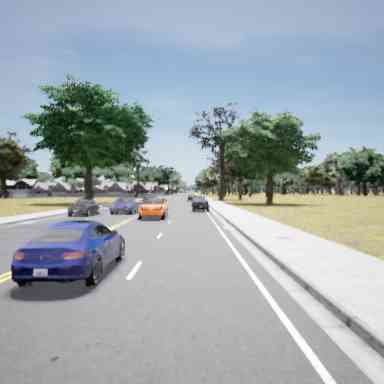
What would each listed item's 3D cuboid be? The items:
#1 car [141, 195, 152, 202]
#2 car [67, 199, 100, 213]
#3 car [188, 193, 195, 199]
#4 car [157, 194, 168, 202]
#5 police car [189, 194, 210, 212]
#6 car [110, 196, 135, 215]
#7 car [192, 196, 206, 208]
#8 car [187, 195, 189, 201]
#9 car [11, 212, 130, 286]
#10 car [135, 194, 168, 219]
[{"bbox_3d":[-9.776,1.305,71.529,1.837,1.490,4.892,0,0,0],"label":"car"},{"bbox_3d":[-9.856,1.437,30.531,1.837,1.490,4.892,0,0,0],"label":"car"},{"bbox_3d":[-0.033,1.153,91.431,1.882,1.535,5.008,0,0,0],"label":"car"},{"bbox_3d":[-6.527,1.304,73.404,1.882,1.535,5.008,0,0,0],"label":"car"},{"bbox_3d":[0.961,1.343,37.931,1.930,1.638,5.238,0,0,0],"label":"police car"},{"bbox_3d":[-6.606,1.280,32.668,2.097,1.767,4.553,0,0,0],"label":"car"},{"bbox_3d":[0.957,1.406,47.822,1.837,1.490,4.892,0,0,0],"label":"car"},{"bbox_3d":[-0.026,1.199,72.645,1.882,1.535,5.008,0,0,0],"label":"car"},{"bbox_3d":[-3.152,1.502,9.214,1.812,1.442,4.674,0,0,0],"label":"car"},{"bbox_3d":[-3.160,1.289,27.927,2.097,1.767,4.553,0,0,0],"label":"car"}]
